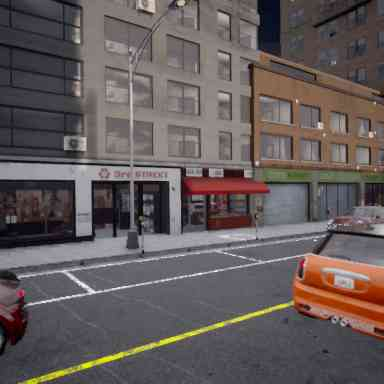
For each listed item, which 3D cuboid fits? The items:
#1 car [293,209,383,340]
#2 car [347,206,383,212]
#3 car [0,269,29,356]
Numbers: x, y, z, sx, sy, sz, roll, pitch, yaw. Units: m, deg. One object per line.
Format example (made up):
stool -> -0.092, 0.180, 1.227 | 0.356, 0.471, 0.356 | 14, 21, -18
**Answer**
car -> 3.975, 1.350, 6.145 | 4.553, 1.767, 2.097 | 0, 0, -36
car -> 8.456, 1.435, 16.440 | 4.097, 1.590, 1.967 | 0, -1, -35
car -> -4.360, 1.564, 4.132 | 4.181, 1.385, 1.994 | 0, 0, -35
